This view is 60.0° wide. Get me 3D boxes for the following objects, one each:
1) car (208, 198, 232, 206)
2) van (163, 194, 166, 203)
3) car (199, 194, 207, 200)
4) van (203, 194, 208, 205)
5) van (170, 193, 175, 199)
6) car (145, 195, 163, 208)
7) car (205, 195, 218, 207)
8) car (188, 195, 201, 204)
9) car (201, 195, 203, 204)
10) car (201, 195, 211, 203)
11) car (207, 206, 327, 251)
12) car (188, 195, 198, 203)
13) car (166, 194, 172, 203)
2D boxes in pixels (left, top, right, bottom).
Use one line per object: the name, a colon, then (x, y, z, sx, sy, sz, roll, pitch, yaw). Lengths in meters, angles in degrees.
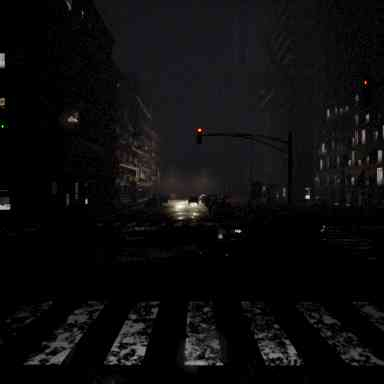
car: (2.731, 1.522, 29.981, 1.887, 1.381, 4.507, -1, 0, 0)
van: (-5.553, 1.287, 52.555, 1.690, 1.788, 3.998, -1, 0, 0)
car: (2.932, 1.313, 86.439, 1.967, 1.590, 4.097, -1, 0, 0)
van: (2.778, 1.295, 46.918, 1.690, 1.788, 3.998, -1, 0, 0)
van: (-5.487, 1.242, 75.141, 1.690, 1.788, 3.998, -1, 0, 0)
car: (-5.566, 1.520, 46.910, 1.947, 1.339, 4.313, -1, 0, 0)
car: (2.746, 1.410, 35.626, 1.967, 1.590, 4.097, -1, 0, 0)
car: (0.274, 1.437, 60.441, 1.837, 1.490, 4.892, 0, 0, 0)
car: (2.797, 1.490, 52.564, 1.887, 1.381, 4.507, -1, 0, 0)
car: (2.852, 1.353, 69.501, 1.967, 1.590, 4.097, -1, 0, 0)
car: (3.363, 1.488, 14.031, 4.902, 1.511, 2.128, 0, 0, -23)
car: (0.231, 1.427, 71.100, 2.128, 1.511, 4.902, 0, 0, 0)
car: (-5.517, 1.470, 63.847, 1.887, 1.381, 4.507, -1, 0, 0)
